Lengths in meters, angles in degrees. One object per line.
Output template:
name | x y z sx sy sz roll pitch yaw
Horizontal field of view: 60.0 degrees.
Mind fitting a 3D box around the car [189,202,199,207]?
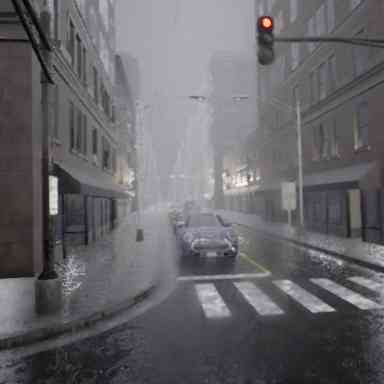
car | 0.446 2.654 48.291 2.033 1.411 5.357 -1 -1 -5

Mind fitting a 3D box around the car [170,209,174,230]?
car | -0.292 2.107 22.994 1.994 1.385 4.181 -1 -1 -5

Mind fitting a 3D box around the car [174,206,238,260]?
car | 0.493 1.670 13.935 2.097 1.767 4.553 -1 -1 -5

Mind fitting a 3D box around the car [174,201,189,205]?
car | -1.954 2.377 42.362 2.097 1.767 4.553 -1 -1 -5

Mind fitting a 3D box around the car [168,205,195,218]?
car | -1.110 2.322 32.303 2.033 1.411 5.357 -1 -1 -5
